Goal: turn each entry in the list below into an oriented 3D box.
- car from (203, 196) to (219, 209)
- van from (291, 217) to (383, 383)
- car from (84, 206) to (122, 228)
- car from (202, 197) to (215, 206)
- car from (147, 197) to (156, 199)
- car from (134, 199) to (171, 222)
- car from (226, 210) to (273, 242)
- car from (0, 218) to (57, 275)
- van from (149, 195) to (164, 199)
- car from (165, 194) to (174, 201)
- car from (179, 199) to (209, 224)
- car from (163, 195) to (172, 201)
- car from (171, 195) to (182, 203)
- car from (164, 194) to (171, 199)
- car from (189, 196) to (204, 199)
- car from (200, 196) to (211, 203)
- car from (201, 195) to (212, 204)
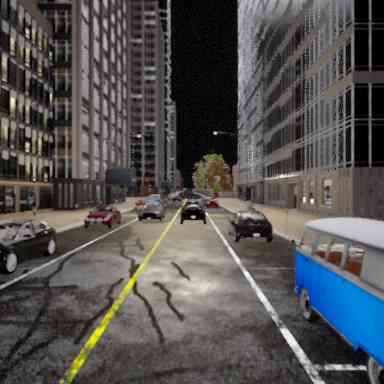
[{"bbox_3d":[2.681,1.552,44.506,1.802,1.307,4.206,0,0,0],"label":"car"},{"bbox_3d":[2.689,1.343,4.658,1.690,1.788,3.998,0,0,0],"label":"van"},{"bbox_3d":[-5.695,1.576,21.737,1.802,1.307,4.206,0,0,0],"label":"car"},{"bbox_3d":[2.679,1.508,55.891,2.008,1.369,4.403,0,0,0],"label":"car"},{"bbox_3d":[-5.698,1.557,38.815,1.802,1.307,4.206,0,0,0],"label":"car"},{"bbox_3d":[-3.107,1.536,26.786,2.033,1.411,5.357,0,0,0],"label":"car"},{"bbox_3d":[2.687,1.550,16.043,2.008,1.369,4.403,0,0,0],"label":"car"},{"bbox_3d":[-5.693,1.552,10.353,2.008,1.369,4.403,0,0,0],"label":"car"},{"bbox_3d":[-5.701,1.304,50.199,1.690,1.788,3.998,0,0,0],"label":"van"},{"bbox_3d":[-5.707,1.347,84.356,1.967,1.590,4.097,0,0,0],"label":"car"},{"bbox_3d":[0.091,1.516,24.824,1.812,1.442,4.674,0,0,0],"label":"car"},{"bbox_3d":[-5.706,1.503,78.664,1.802,1.307,4.206,0,0,0],"label":"car"},{"bbox_3d":[-3.016,1.493,68.336,1.994,1.385,4.181,0,0,0],"label":"car"},{"bbox_3d":[-5.704,1.525,67.276,1.802,1.307,4.206,0,0,0],"label":"car"},{"bbox_3d":[0.091,1.519,42.881,2.033,1.411,5.357,0,0,0],"label":"car"},{"bbox_3d":[2.677,1.495,67.276,2.008,1.369,4.403,0,0,0],"label":"car"},{"bbox_3d":[2.678,1.391,61.583,1.967,1.590,4.097,0,0,0],"label":"car"}]
